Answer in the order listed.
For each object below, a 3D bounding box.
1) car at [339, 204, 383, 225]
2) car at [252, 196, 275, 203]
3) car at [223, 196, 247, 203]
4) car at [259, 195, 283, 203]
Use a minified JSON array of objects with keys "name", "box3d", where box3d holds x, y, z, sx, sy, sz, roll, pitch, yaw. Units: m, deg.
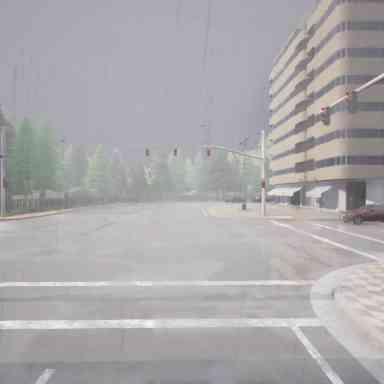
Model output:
[{"name":"car","box3d":[13.161,1.581,24.155,4.674,1.442,1.812,0,0,-1]},{"name":"car","box3d":[14.187,1.525,67.903,4.674,1.442,1.812,0,0,-34]},{"name":"car","box3d":[8.874,1.547,68.199,5.357,1.411,2.033,0,0,-38]},{"name":"car","box3d":[17.537,1.525,73.805,4.902,1.511,2.128,0,0,-23]}]
